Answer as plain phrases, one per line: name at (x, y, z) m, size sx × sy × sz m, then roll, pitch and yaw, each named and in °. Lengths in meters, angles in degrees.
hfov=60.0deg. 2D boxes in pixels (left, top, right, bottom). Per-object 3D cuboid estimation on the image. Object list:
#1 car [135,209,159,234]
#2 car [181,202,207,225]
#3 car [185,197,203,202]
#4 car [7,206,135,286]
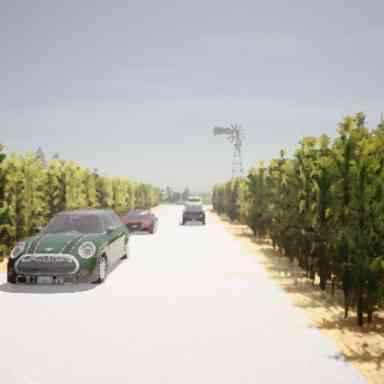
car at (-3.103, 1.725, 19.990) m, size 1.994 × 1.385 × 4.181 m, roll 0°, pitch -1°, yaw 0°
car at (0.161, 1.813, 26.981) m, size 1.837 × 1.490 × 4.892 m, roll 0°, pitch -1°, yaw 1°
car at (0.243, 1.714, 43.961) m, size 2.150 × 2.045 × 5.566 m, roll 0°, pitch 0°, yaw 1°
car at (-3.162, 1.325, 9.431) m, size 2.097 × 1.767 × 4.553 m, roll 0°, pitch 0°, yaw 0°
